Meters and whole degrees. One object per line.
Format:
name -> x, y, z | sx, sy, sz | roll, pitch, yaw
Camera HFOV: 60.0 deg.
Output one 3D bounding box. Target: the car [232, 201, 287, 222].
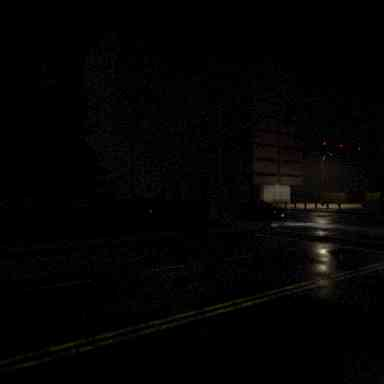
car -> 5.310, 1.491, 26.668 | 2.128, 1.511, 4.902 | 0, 0, -36
